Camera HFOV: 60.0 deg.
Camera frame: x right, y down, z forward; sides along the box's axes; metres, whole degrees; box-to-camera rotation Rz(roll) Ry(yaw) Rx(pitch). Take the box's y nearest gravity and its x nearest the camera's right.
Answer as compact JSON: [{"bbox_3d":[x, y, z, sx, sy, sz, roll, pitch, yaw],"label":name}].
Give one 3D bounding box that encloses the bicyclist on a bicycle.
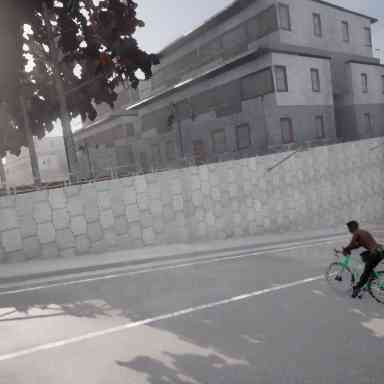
[{"bbox_3d":[3.494,1.430,6.881,0.582,1.620,1.656,-1,0,-34],"label":"bicyclist on a bicycle"}]
